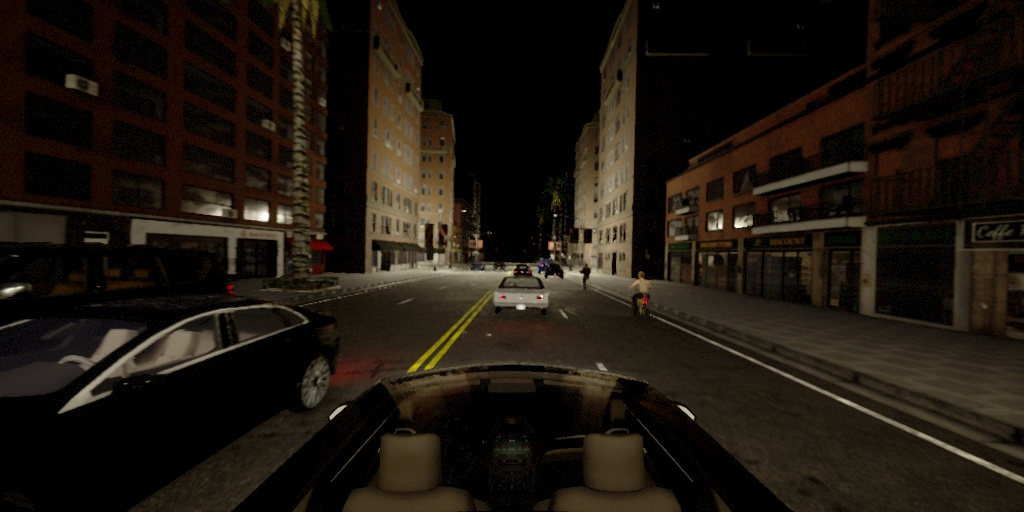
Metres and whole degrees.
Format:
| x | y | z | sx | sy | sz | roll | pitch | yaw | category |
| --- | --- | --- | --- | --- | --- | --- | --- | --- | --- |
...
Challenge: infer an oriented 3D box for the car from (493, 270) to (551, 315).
| x | y | z | sx | sy | sz | roll | pitch | yaw | category |
| --- | --- | --- | --- | --- | --- | --- | --- | --- | --- |
| 0.371 | 1.418 | 14.099 | 1.895 | 1.301 | 4.718 | 1 | 0 | 2 | car |

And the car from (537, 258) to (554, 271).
| x | y | z | sx | sy | sz | roll | pitch | yaw | category |
| --- | --- | --- | --- | --- | --- | --- | --- | --- | --- |
| 4.537 | 1.345 | 47.410 | 2.150 | 2.045 | 5.566 | 1 | 0 | 2 | car |

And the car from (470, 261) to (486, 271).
| x | y | z | sx | sy | sz | roll | pitch | yaw | category |
| --- | --- | --- | --- | --- | --- | --- | --- | --- | --- |
| -5.034 | 1.512 | 53.689 | 2.033 | 1.411 | 5.357 | 1 | 0 | 2 | car |

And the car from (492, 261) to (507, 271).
| x | y | z | sx | sy | sz | roll | pitch | yaw | category |
| --- | --- | --- | --- | --- | --- | --- | --- | --- | --- |
| -1.787 | 1.547 | 53.522 | 1.837 | 1.490 | 4.892 | 1 | -1 | 2 | car |

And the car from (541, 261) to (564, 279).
| x | y | z | sx | sy | sz | roll | pitch | yaw | category |
| --- | --- | --- | --- | --- | --- | --- | --- | --- | --- |
| 4.267 | 1.554 | 37.052 | 1.837 | 1.490 | 4.892 | 1 | 0 | 2 | car |

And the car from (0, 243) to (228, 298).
| x | y | z | sx | sy | sz | roll | pitch | yaw | category |
| --- | --- | --- | --- | --- | --- | --- | --- | --- | --- |
| -6.603 | 0.832 | 4.815 | 2.150 | 2.045 | 5.566 | 1 | 0 | 2 | car |

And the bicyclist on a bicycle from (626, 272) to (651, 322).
| x | y | z | sx | sy | sz | roll | pitch | yaw | category |
| --- | --- | --- | --- | --- | --- | --- | --- | --- | --- |
| 4.336 | 1.335 | 12.133 | 0.866 | 1.612 | 1.509 | 1 | 0 | 2 | bicyclist on a bicycle |

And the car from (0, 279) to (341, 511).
| x | y | z | sx | sy | sz | roll | pitch | yaw | category |
| --- | --- | --- | --- | --- | --- | --- | --- | --- | --- |
| -3.407 | 1.168 | 3.172 | 2.128 | 1.511 | 4.902 | 1 | 0 | 2 | car |

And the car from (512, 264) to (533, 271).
| x | y | z | sx | sy | sz | roll | pitch | yaw | category |
| --- | --- | --- | --- | --- | --- | --- | --- | --- | --- |
| 0.996 | 1.505 | 34.731 | 2.033 | 1.411 | 5.357 | 1 | 0 | 2 | car |

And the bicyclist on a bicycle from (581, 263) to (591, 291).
| x | y | z | sx | sy | sz | roll | pitch | yaw | category |
| --- | --- | --- | --- | --- | --- | --- | --- | --- | --- |
| 4.684 | 1.337 | 22.801 | 0.659 | 1.776 | 1.843 | 1 | 0 | 2 | bicyclist on a bicycle |
